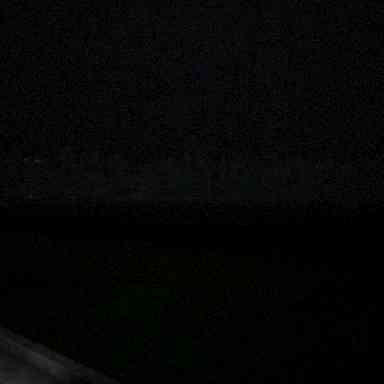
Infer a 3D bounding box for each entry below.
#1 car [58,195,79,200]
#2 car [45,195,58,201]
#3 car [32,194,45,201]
[{"bbox_3d":[-31.458,1.839,84.831,1.994,1.385,4.181,0,0,12],"label":"car"},{"bbox_3d":[-34.838,1.672,85.768,2.097,1.767,4.553,0,0,12],"label":"car"},{"bbox_3d":[-38.382,1.904,85.929,1.895,1.301,4.718,0,0,12],"label":"car"}]
